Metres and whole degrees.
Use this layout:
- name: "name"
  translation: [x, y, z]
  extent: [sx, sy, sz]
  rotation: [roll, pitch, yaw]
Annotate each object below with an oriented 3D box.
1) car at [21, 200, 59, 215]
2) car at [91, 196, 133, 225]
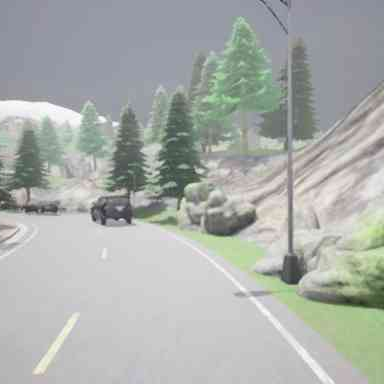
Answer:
- name: "car"
  translation: [-16.345, 1.648, 35.613]
  extent: [4.902, 1.511, 2.128]
  rotation: [0, 0, 33]
- name: "car"
  translation: [-6.151, 1.297, 25.172]
  extent: [2.150, 2.045, 5.566]
  rotation: [0, 0, -27]
